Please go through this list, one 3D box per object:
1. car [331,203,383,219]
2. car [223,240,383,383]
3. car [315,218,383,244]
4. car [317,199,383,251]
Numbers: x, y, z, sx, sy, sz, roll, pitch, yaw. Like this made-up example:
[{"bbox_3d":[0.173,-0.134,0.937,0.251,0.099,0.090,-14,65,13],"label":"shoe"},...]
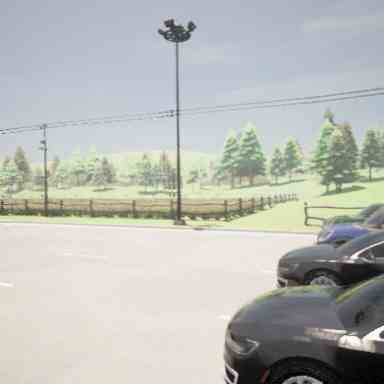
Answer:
[{"bbox_3d":[5.820,1.219,9.369,4.553,1.767,2.097,-1,0,24],"label":"car"},{"bbox_3d":[2.705,1.448,3.095,4.892,1.490,1.837,0,0,24],"label":"car"},{"bbox_3d":[4.104,1.412,6.301,4.892,1.490,1.837,0,0,24],"label":"car"},{"bbox_3d":[7.228,1.182,12.574,4.553,1.767,2.097,-1,0,24],"label":"car"}]
